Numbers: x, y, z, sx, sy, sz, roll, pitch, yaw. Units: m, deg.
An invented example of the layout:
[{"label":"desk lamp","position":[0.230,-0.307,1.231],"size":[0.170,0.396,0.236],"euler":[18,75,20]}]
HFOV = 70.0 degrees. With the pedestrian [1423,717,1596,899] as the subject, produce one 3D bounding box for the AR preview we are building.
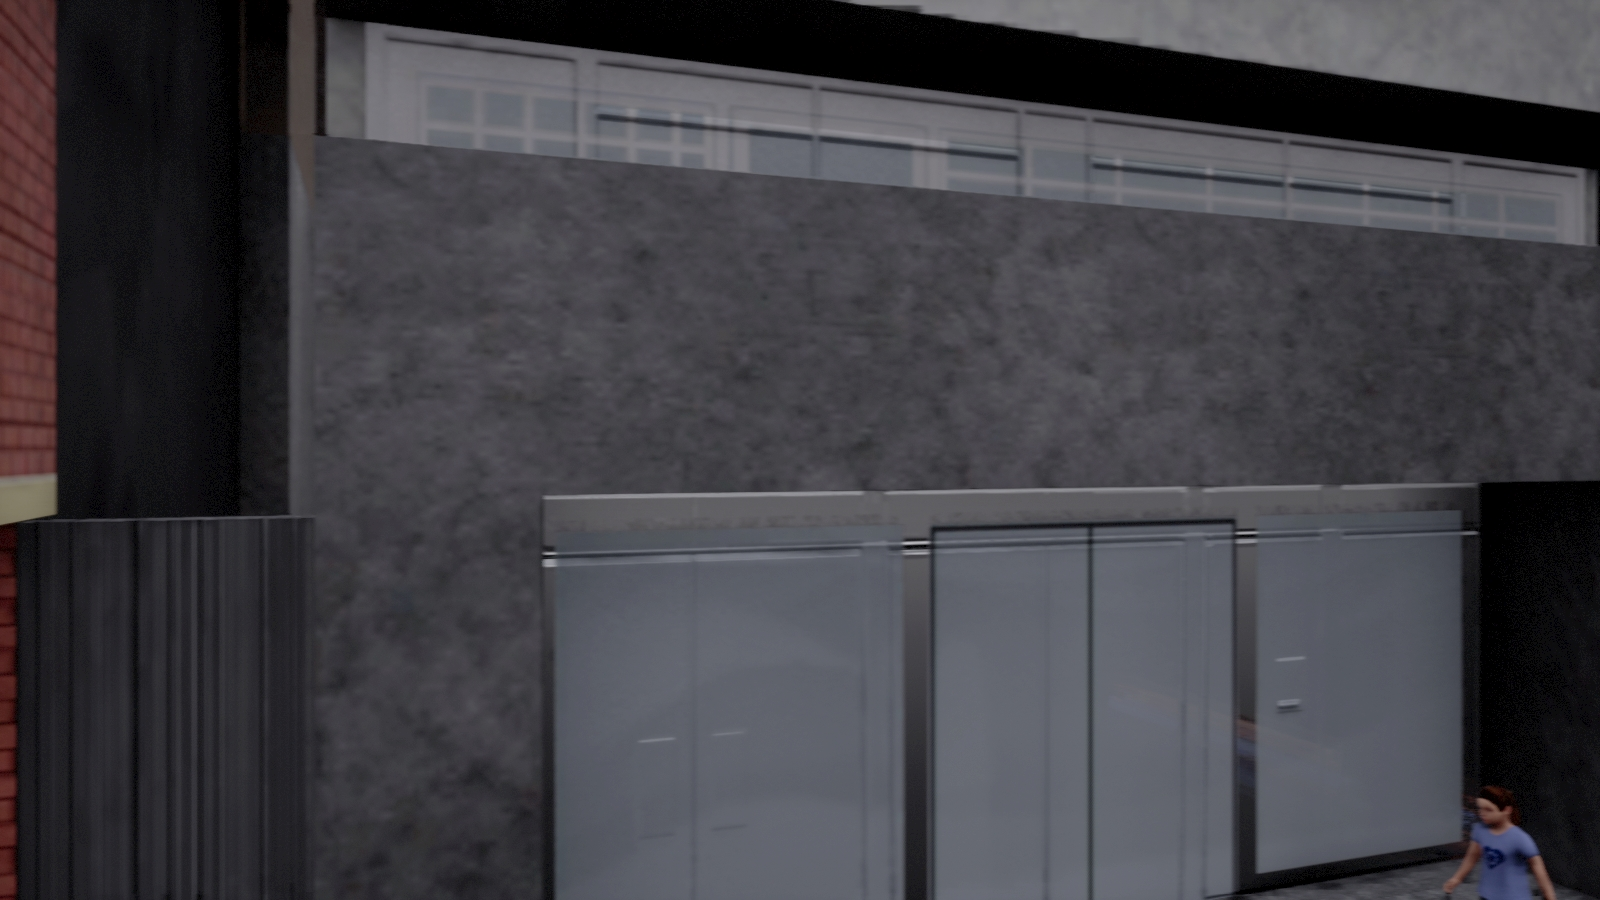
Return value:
[{"label":"pedestrian","position":[3.404,1.903,5.506],"size":[0.500,1.100,0.500],"euler":[0,0,-10]}]
